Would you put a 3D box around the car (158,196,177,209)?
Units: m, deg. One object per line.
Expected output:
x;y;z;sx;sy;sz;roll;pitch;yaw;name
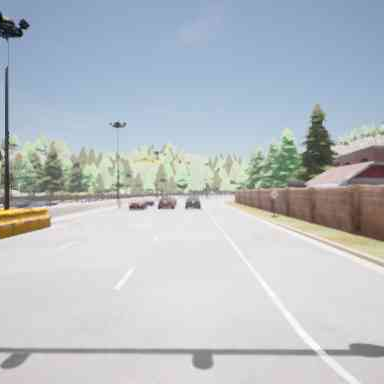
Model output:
-3.388;1.346;44.564;2.097;1.767;4.553;0;0;0;car

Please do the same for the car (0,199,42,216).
-17.546;1.488;34.155;2.128;1.511;4.902;0;0;0;car

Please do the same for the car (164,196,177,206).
-3.470;1.470;54.511;1.882;1.535;5.008;0;0;1;car

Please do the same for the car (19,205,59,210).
-14.057;1.544;31.343;2.033;1.411;5.357;0;0;1;car

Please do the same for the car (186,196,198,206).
0.030;1.497;54.408;1.837;1.490;4.892;0;0;1;car

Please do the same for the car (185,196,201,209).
0.124;1.346;44.288;2.097;1.767;4.553;0;0;0;car

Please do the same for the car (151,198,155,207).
-6.971;1.594;52.547;1.895;1.301;4.718;0;0;0;car

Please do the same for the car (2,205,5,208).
-14.088;1.524;20.967;1.812;1.442;4.674;0;0;0;car

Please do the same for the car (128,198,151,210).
-6.878;1.595;42.554;1.895;1.301;4.718;0;0;0;car
